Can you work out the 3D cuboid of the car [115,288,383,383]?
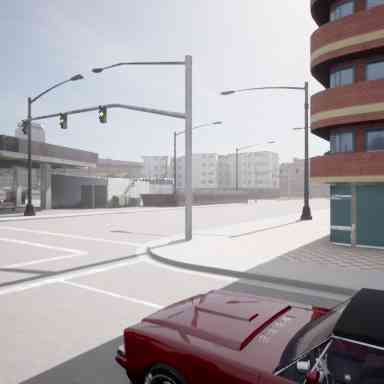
[{"bbox_3d":[1.528,1.601,2.884,4.718,1.301,1.895,0,0,36],"label":"car"}]

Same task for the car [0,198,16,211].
[{"bbox_3d":[-22.337,1.456,38.835,3.806,1.475,1.970,0,0,36],"label":"car"}]
